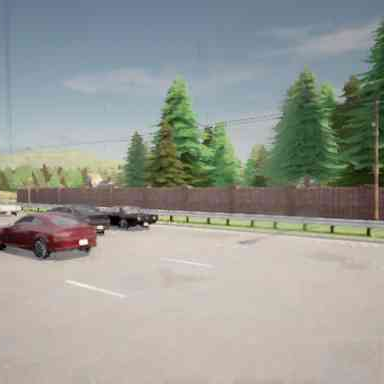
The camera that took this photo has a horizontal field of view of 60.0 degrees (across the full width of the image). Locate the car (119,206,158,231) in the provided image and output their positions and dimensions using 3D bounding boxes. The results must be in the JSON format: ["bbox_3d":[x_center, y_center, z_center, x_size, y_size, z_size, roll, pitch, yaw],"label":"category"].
[{"bbox_3d":[-4.396,1.503,20.023,4.718,1.301,1.895,0,0,35],"label":"car"}]

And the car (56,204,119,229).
[{"bbox_3d":[-6.273,1.408,17.063,4.892,1.490,1.837,1,0,35],"label":"car"}]

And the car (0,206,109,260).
[{"bbox_3d":[-5.395,1.452,12.138,4.674,1.442,1.812,0,0,35],"label":"car"}]

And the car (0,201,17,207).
[{"bbox_3d":[-17.075,1.402,29.063,4.718,1.301,1.895,0,0,35],"label":"car"}]
